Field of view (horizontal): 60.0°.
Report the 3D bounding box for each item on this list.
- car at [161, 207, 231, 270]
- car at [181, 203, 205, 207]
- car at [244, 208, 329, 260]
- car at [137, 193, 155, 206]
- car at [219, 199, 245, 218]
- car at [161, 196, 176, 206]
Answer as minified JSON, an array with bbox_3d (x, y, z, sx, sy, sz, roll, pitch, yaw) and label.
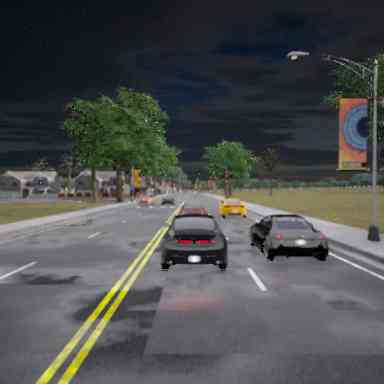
[{"bbox_3d":[0.069,1.439,10.761,1.837,1.490,4.892,0,0,0],"label":"car"},{"bbox_3d":[0.067,1.452,25.258,1.895,1.301,4.718,0,0,0],"label":"car"},{"bbox_3d":[3.327,1.492,12.139,1.994,1.385,4.181,0,0,0],"label":"car"},{"bbox_3d":[-6.572,1.064,47.621,2.097,1.767,4.553,0,0,0],"label":"car"},{"bbox_3d":[3.334,1.311,28.152,1.882,1.535,5.008,0,0,0],"label":"car"},{"bbox_3d":[-3.327,1.261,47.421,2.033,1.411,5.357,0,0,0],"label":"car"}]
